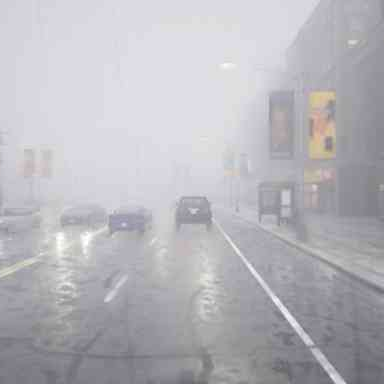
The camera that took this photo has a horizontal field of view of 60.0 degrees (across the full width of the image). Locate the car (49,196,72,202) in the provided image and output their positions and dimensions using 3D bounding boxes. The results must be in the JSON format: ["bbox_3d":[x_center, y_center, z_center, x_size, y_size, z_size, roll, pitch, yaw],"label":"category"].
[{"bbox_3d":[-29.280,1.537,73.975,4.674,1.452,2.002,0,0,20],"label":"car"}]

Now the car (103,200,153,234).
[{"bbox_3d":[-3.407,1.482,19.146,1.882,1.535,5.008,0,0,0],"label":"car"}]

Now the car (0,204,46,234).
[{"bbox_3d":[-10.608,1.605,19.436,1.895,1.301,4.718,0,0,0],"label":"car"}]

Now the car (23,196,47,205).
[{"bbox_3d":[-27.260,1.495,57.954,5.008,1.535,1.882,0,0,32],"label":"car"}]

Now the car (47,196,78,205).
[{"bbox_3d":[-23.194,1.496,59.542,5.008,1.535,1.882,0,0,35],"label":"car"}]

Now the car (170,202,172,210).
[{"bbox_3d":[-1.245,1.360,39.208,2.097,1.767,4.553,0,0,-12],"label":"car"}]

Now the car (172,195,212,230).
[{"bbox_3d":[0.093,1.225,21.305,2.150,2.045,5.566,0,0,0],"label":"car"}]

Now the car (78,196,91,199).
[{"bbox_3d":[-23.976,1.611,71.806,4.718,1.301,1.895,0,0,30],"label":"car"}]

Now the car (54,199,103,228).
[{"bbox_3d":[-7.149,1.483,22.261,1.882,1.535,5.008,0,0,-1],"label":"car"}]
